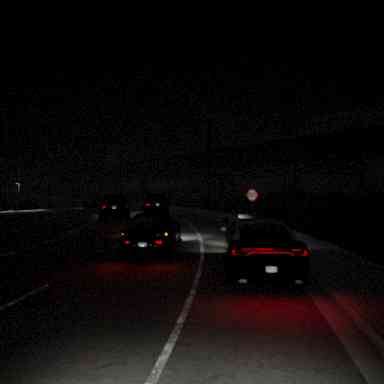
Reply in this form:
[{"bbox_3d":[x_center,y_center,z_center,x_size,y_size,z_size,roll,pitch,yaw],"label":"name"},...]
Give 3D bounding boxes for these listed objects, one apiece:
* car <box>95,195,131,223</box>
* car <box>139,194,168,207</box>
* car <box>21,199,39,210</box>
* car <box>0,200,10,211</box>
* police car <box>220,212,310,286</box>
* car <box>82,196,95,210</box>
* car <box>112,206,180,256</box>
[{"bbox_3d":[-6.018,1.213,26.039,2.150,2.045,5.566,0,0,-11],"label":"car"},{"bbox_3d":[-3.666,1.193,31.108,2.150,2.045,5.566,0,0,-15],"label":"car"},{"bbox_3d":[-22.528,1.702,46.122,2.033,1.411,5.357,-1,0,-32],"label":"car"},{"bbox_3d":[-25.488,1.745,44.256,2.033,1.411,5.357,-1,0,-32],"label":"car"},{"bbox_3d":[1.861,1.405,9.526,1.930,1.638,5.238,0,0,4],"label":"police car"},{"bbox_3d":[-13.435,1.392,44.790,2.097,1.767,4.553,-1,0,-29],"label":"car"},{"bbox_3d":[-1.494,1.505,12.987,1.812,1.442,4.674,0,0,2],"label":"car"}]
